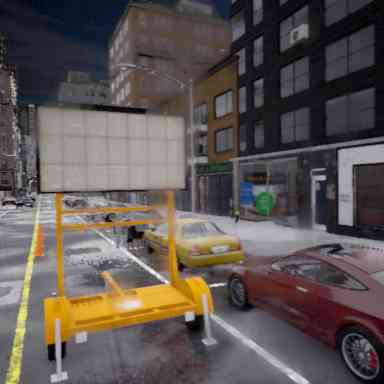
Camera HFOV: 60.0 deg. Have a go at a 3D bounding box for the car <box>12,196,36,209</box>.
[{"bbox_3d":[-21.123,1.421,42.043,1.895,1.301,4.718,-2,1,-24],"label":"car"}]

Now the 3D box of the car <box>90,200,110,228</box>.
[{"bbox_3d":[-4.793,1.358,20.366,1.947,1.339,4.313,-2,1,-24],"label":"car"}]

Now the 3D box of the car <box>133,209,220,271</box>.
[{"bbox_3d":[-0.260,1.368,10.342,1.752,1.417,4.829,-2,1,-24],"label":"car"}]

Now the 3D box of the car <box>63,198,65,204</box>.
[{"bbox_3d":[-16.375,1.181,45.967,1.752,1.417,4.829,-2,1,-24],"label":"car"}]

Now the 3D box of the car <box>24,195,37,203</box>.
[{"bbox_3d":[-29.934,1.314,61.706,1.895,1.301,4.718,-2,1,-24],"label":"car"}]

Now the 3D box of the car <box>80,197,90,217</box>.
[{"bbox_3d":[-7.095,1.317,25.455,2.008,1.369,4.403,-2,1,-24],"label":"car"}]

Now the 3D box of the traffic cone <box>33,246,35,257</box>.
[{"bbox_3d":[-5.275,1.892,11.431,0.340,0.580,0.340,-2,1,-24],"label":"traffic cone"}]

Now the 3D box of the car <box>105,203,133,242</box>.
[{"bbox_3d":[-2.491,1.384,15.277,1.947,1.339,4.313,-2,1,-24],"label":"car"}]

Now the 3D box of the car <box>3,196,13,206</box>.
[{"bbox_3d":[-28.691,1.366,52.468,1.887,1.381,4.507,-2,1,-24],"label":"car"}]

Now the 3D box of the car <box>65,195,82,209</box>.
[{"bbox_3d":[-14.002,1.236,40.723,2.008,1.369,4.403,-2,1,-24],"label":"car"}]

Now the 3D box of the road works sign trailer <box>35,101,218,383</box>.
[{"bbox_3d":[-1.260,0.400,5.575,2.380,3.560,2.880,-2,1,-24],"label":"road works sign trailer"}]

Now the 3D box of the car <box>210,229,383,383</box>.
[{"bbox_3d":[2.114,1.450,5.098,1.802,1.307,4.206,-2,1,-24],"label":"car"}]

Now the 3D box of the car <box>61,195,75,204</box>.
[{"bbox_3d":[-20.908,1.180,55.992,1.802,1.307,4.206,-2,1,-24],"label":"car"}]
